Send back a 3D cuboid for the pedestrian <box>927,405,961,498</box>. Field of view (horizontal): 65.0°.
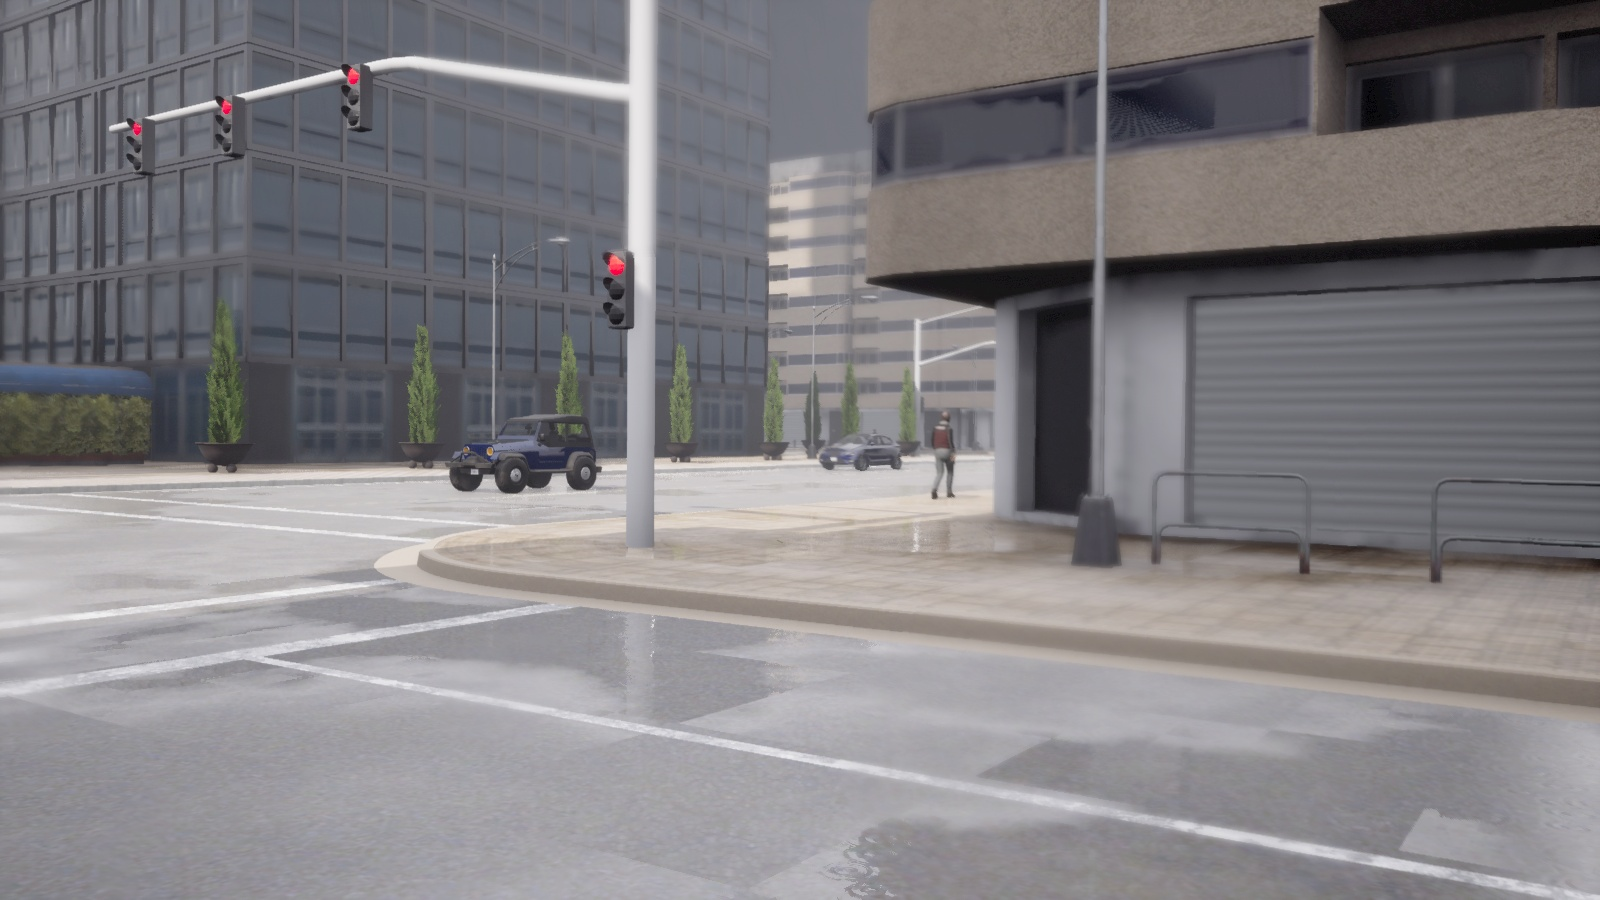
[{"bbox_3d":[2.928,0.016,25.434,0.376,1.854,0.720,0,1,35],"label":"pedestrian"}]

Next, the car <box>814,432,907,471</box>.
[{"bbox_3d":[2.477,0.033,50.475,1.816,1.474,4.193,0,1,34],"label":"car"}]

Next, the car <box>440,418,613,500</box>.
[{"bbox_3d":[-6.642,0.167,30.810,1.905,1.878,3.866,0,1,34],"label":"car"}]
